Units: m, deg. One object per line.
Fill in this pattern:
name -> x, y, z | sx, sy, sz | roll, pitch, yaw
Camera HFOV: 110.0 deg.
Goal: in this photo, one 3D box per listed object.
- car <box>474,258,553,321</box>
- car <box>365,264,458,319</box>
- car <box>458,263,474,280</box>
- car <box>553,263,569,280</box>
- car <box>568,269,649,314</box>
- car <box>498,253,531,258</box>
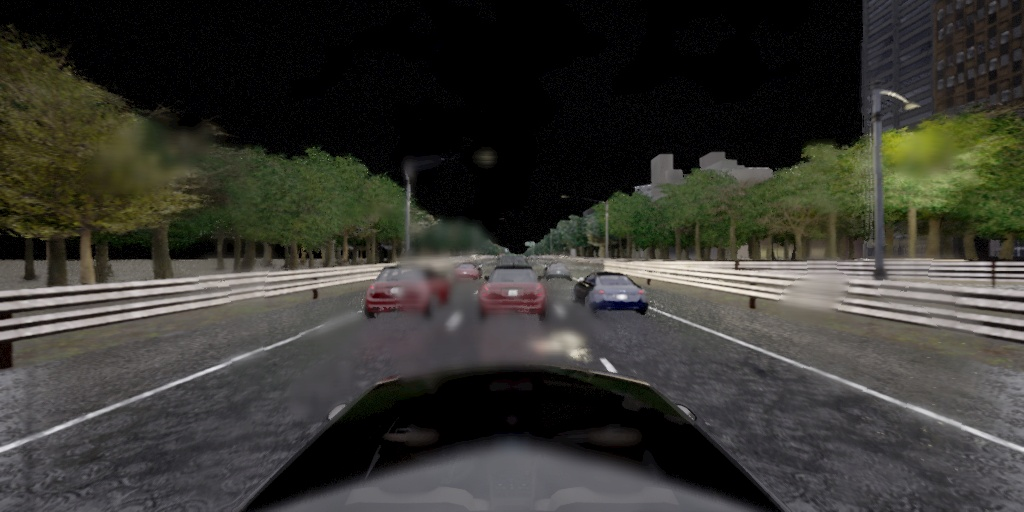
car -> 0.062, 1.080, 12.563 | 2.097, 1.767, 4.553 | 0, 0, 0
car -> -3.436, 1.078, 12.839 | 2.097, 1.767, 4.553 | 0, 0, 0
car -> -3.433, 1.230, 28.684 | 1.994, 1.385, 4.181 | 0, 0, 0
car -> 3.567, 1.230, 28.747 | 1.994, 1.385, 4.181 | 0, 0, 0
car -> 3.569, 1.290, 13.616 | 1.994, 1.385, 4.181 | 0, 0, 0
car -> 0.057, 0.901, 27.091 | 2.150, 2.045, 5.566 | 0, 1, 0
